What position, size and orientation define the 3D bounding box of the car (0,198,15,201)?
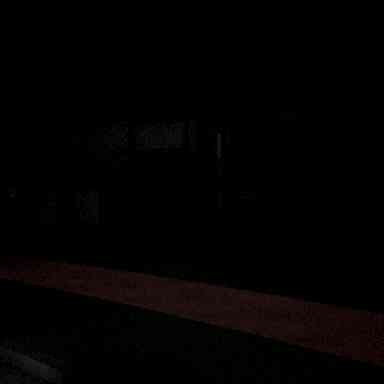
[{"bbox_3d":[-18.221,1.348,31.399,1.837,1.490,4.892,0,0,23],"label":"car"}]
